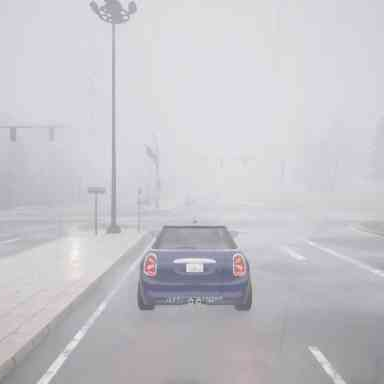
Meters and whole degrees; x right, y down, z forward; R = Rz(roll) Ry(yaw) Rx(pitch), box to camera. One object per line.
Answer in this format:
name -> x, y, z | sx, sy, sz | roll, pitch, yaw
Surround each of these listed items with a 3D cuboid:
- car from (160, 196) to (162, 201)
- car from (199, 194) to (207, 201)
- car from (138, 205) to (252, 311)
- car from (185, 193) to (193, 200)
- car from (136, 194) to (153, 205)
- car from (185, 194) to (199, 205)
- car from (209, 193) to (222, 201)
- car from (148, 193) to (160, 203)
car -> -8.701, 1.500, 83.802 | 1.837, 1.490, 4.892 | 0, 0, -1
car -> 2.775, 1.513, 85.331 | 1.812, 1.442, 4.674 | 0, 0, -1
car -> 0.063, 1.352, 7.946 | 2.097, 1.767, 4.553 | 0, 0, 0
car -> -0.899, 1.189, 95.625 | 2.150, 2.045, 5.566 | 0, 0, -1
car -> -8.326, 1.564, 56.697 | 1.994, 1.385, 4.181 | 0, 0, -1
car -> -0.210, 1.526, 54.766 | 1.812, 1.442, 4.674 | 0, 0, -1
car -> 6.280, 1.215, 85.063 | 2.150, 2.045, 5.566 | 0, 0, -1
car -> -8.457, 1.225, 69.340 | 2.150, 2.045, 5.566 | 0, 0, -1
